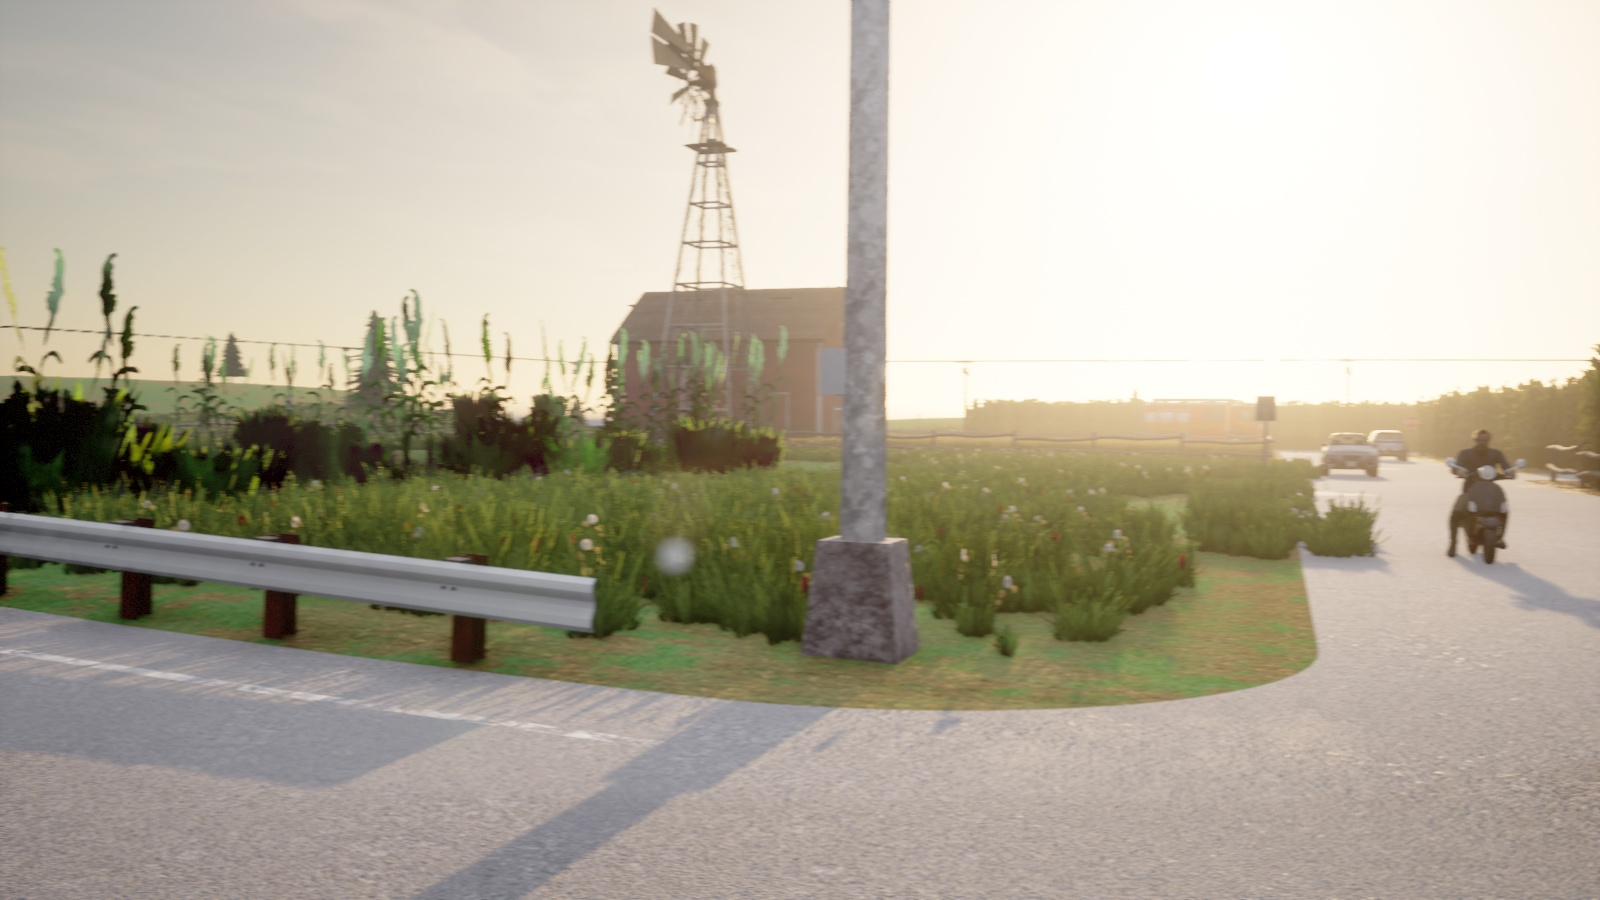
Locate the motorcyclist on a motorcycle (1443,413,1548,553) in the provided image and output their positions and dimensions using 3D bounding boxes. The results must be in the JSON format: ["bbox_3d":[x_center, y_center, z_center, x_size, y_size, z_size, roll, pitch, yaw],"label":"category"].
[{"bbox_3d":[8.437,0.359,15.312,0.866,1.590,1.817,0,1,21],"label":"motorcyclist on a motorcycle"}]

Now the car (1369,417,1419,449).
[{"bbox_3d":[31.434,-0.929,66.572,2.033,1.649,4.856,0,1,21],"label":"car"}]

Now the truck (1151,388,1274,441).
[{"bbox_3d":[30.929,-2.598,94.208,8.468,3.827,2.891,0,1,24],"label":"truck"}]

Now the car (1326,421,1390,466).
[{"bbox_3d":[19.230,-0.260,43.429,1.816,1.474,4.193,0,1,21],"label":"car"}]
